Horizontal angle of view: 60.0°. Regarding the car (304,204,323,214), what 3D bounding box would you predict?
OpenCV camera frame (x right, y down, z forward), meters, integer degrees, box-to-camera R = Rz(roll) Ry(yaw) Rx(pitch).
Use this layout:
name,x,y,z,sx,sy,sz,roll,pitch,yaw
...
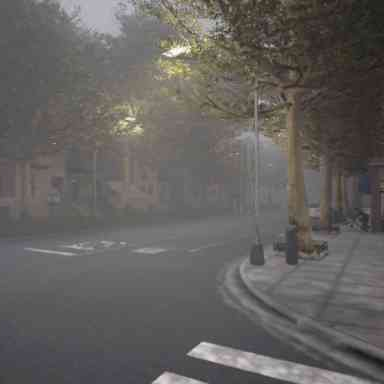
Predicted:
name,x,y,z,sx,sy,sz,roll,pitch,yaw
car,19.127,2.642,52.205,2.128,1.511,4.902,-1,-1,30

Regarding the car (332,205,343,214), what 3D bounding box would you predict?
name,x,y,z,sx,sy,sz,roll,pitch,yaw
car,20.102,2.511,46.669,2.231,1.521,4.892,-1,-1,29

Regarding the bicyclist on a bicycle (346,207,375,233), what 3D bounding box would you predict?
name,x,y,z,sx,sy,sz,roll,pitch,yaw
bicyclist on a bicycle,10.752,1.772,21.269,1.656,1.620,0.582,-1,-2,29

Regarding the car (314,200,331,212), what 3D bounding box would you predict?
name,x,y,z,sx,sy,sz,roll,pitch,yaw
car,24.175,2.573,61.320,2.150,2.045,5.566,-1,-1,29

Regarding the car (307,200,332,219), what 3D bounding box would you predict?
name,x,y,z,sx,sy,sz,roll,pitch,yaw
car,12.580,1.989,34.425,2.435,2.045,5.566,-1,-1,29
